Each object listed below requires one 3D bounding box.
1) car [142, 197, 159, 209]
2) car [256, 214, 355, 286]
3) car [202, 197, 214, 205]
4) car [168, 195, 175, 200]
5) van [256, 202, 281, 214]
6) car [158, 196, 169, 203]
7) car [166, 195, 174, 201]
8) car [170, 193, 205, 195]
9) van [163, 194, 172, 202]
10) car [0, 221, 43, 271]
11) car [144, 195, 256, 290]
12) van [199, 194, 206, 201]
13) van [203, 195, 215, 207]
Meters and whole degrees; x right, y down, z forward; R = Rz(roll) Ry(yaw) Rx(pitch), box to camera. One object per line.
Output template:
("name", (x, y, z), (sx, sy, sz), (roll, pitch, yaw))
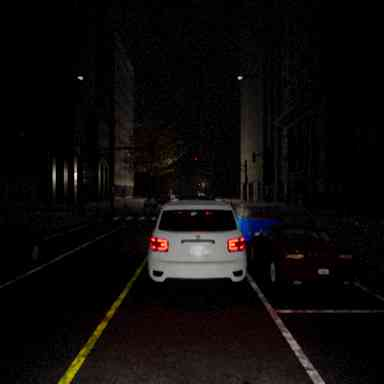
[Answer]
("car", (-5.803, 1.510, 47.160), (1.752, 1.417, 4.829), (0, 0, 0))
("car", (2.771, 1.538, 9.225), (1.887, 1.381, 4.507), (0, 0, 0))
("car", (2.719, 1.553, 58.148), (1.947, 1.339, 4.313), (0, 0, 0))
("car", (-5.835, 1.534, 94.763), (1.752, 1.417, 4.829), (0, 0, 0))
("van", (2.768, 1.332, 14.750), (1.690, 1.788, 3.998), (0, 0, 0))
("car", (-5.814, 1.541, 68.488), (2.008, 1.369, 4.403), (0, 0, 0))
("car", (-5.831, 1.570, 89.643), (1.947, 1.339, 4.313), (0, 0, 0))
("car", (0.085, 1.210, 19.559), (2.150, 2.045, 5.566), (0, 0, 0))
("van", (-5.822, 1.338, 79.066), (1.690, 1.788, 3.998), (0, 0, 0))
("car", (-5.784, 1.538, 9.237), (1.887, 1.381, 4.507), (0, 0, 0))
("car", (0.102, 1.215, 9.197), (2.150, 2.045, 5.566), (0, 0, 0))
("van", (2.699, 1.342, 85.214), (1.690, 1.788, 3.998), (0, 0, 0))
("van", (2.724, 1.327, 52.735), (1.690, 1.788, 3.998), (0, 0, 0))
